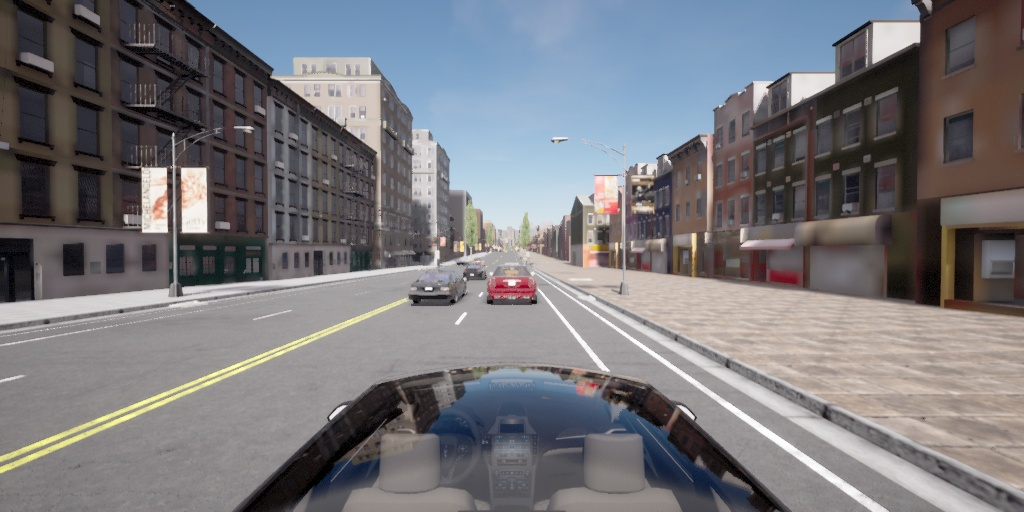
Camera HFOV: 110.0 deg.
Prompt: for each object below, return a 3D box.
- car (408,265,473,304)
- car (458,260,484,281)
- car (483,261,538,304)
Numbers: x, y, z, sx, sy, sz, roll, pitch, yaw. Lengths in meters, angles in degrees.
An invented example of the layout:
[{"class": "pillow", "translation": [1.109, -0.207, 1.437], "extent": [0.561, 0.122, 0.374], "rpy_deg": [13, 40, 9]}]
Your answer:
[{"class": "car", "translation": [-3.250, 1.334, 16.505], "extent": [2.033, 1.411, 5.357], "rpy_deg": [0, 0, 0]}, {"class": "car", "translation": [-3.250, 1.367, 31.508], "extent": [1.812, 1.442, 4.674], "rpy_deg": [0, 0, 0]}, {"class": "car", "translation": [0.000, 1.136, 16.475], "extent": [2.097, 1.767, 4.553], "rpy_deg": [0, 0, 0]}]
